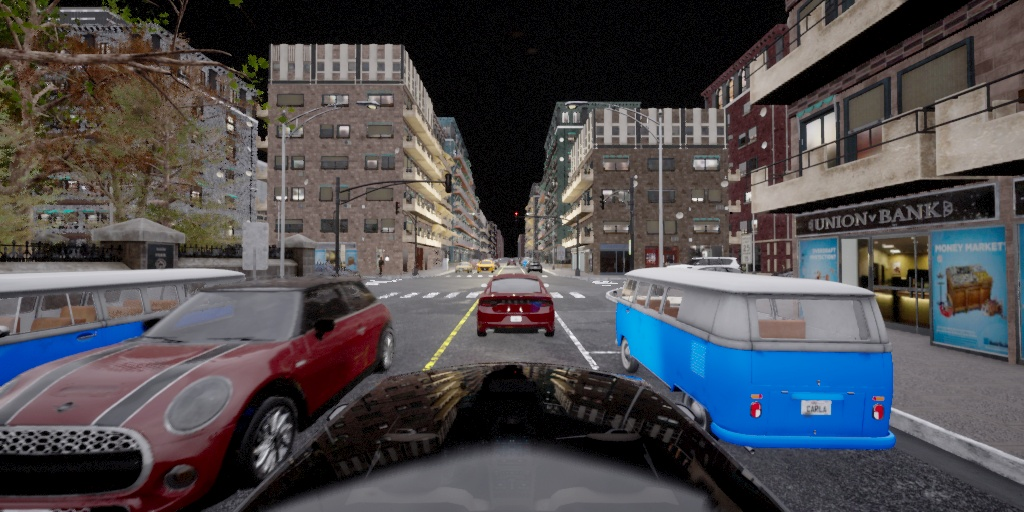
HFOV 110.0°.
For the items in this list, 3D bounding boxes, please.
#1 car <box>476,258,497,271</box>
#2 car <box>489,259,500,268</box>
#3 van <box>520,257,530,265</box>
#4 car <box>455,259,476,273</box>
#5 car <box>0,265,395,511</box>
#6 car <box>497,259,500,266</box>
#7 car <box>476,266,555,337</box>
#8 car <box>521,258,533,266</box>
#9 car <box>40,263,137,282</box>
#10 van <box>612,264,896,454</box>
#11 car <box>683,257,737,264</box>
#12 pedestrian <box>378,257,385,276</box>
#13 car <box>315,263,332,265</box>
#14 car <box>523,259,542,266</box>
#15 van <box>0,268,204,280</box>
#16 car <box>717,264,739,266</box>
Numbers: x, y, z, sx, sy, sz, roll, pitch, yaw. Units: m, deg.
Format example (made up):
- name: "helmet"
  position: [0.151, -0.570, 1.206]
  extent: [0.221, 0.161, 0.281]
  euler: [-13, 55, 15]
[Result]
- name: "car"
  position: [-3.132, 1.242, 43.627]
  extent: [1.882, 1.535, 5.008]
  euler: [0, 0, 0]
- name: "car"
  position: [-3.106, 1.299, 63.727]
  extent: [1.812, 1.442, 4.674]
  euler: [0, 0, 0]
- name: "van"
  position: [2.650, 1.112, 59.866]
  extent: [1.690, 1.789, 3.998]
  euler: [0, 0, 0]
- name: "car"
  position: [-5.719, 1.289, 42.763]
  extent: [1.751, 1.417, 4.829]
  euler: [0, 0, 0]
- name: "car"
  position: [-3.132, 1.103, 4.552]
  extent: [2.097, 1.767, 4.553]
  euler: [0, 0, 0]
- name: "car"
  position: [-3.134, 1.316, 53.588]
  extent: [2.033, 1.411, 5.357]
  euler: [0, 0, 0]
- name: "car"
  position: [0.092, 1.230, 10.352]
  extent: [1.882, 1.535, 5.008]
  euler: [0, 0, 0]
- name: "car"
  position: [2.658, 1.317, 48.582]
  extent: [2.007, 1.370, 4.403]
  euler: [0, 0, 0]
- name: "car"
  position: [-30.379, 1.173, 25.827]
  extent: [4.718, 1.301, 1.895]
  euler: [0, -1, 1]
- name: "van"
  position: [2.656, 1.092, 4.992]
  extent: [1.690, 1.789, 3.998]
  euler: [0, 0, 0]
- name: "car"
  position: [15.082, 1.101, 28.507]
  extent: [5.566, 2.045, 2.150]
  euler: [0, -1, 2]
- name: "pedestrian"
  position: [-12.563, 0.967, 34.370]
  extent: [0.375, 1.860, 0.375]
  euler: [0, -1, 1]
- name: "car"
  position: [-13.661, 1.211, 25.641]
  extent: [5.357, 1.411, 2.033]
  euler: [0, -1, 1]
- name: "car"
  position: [2.662, 1.330, 42.939]
  extent: [1.948, 1.339, 4.313]
  euler: [0, 0, 0]
- name: "van"
  position: [-5.658, 1.092, 4.988]
  extent: [1.690, 1.789, 3.998]
  euler: [0, 0, 0]
- name: "car"
  position: [13.519, 1.333, 22.735]
  extent: [4.313, 1.339, 1.948]
  euler: [0, 0, 1]
